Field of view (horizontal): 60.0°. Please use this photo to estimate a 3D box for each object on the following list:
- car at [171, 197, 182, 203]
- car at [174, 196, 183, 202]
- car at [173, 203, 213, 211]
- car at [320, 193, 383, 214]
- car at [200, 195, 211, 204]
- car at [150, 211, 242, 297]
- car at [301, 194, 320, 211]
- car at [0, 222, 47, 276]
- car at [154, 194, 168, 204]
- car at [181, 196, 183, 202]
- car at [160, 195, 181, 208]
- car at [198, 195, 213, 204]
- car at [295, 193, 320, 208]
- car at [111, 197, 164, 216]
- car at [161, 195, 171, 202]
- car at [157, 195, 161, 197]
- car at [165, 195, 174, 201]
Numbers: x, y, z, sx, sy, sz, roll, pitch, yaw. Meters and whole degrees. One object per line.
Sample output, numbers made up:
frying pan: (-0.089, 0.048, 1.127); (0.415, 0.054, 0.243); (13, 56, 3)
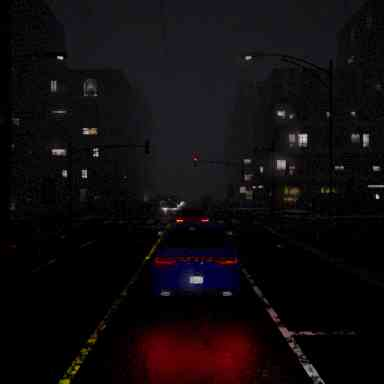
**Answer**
car: (-3.119, 1.626, 68.221); (1.895, 1.301, 4.718); (0, 0, 0)
car: (-3.126, 1.621, 78.559); (1.895, 1.301, 4.718); (0, 0, 0)
car: (0.070, 1.526, 17.973); (1.812, 1.442, 4.674); (0, 0, 1)
car: (14.647, 1.029, 29.828); (5.009, 1.841, 2.192); (-1, 1, -1)
car: (2.590, 1.461, 63.238); (1.967, 1.590, 4.097); (0, 0, 0)
car: (0.090, 1.477, 8.632); (1.882, 1.535, 5.008); (0, 0, 0)
car: (14.727, 1.205, 35.637); (4.892, 1.490, 1.837); (-1, 0, -1)
car: (-5.756, 1.582, 9.834); (1.802, 1.307, 4.206); (0, 0, 0)
car: (-5.791, 1.336, 63.223); (2.192, 1.841, 5.009); (0, 0, 0)
car: (-3.171, 1.370, 58.712); (2.097, 1.767, 4.553); (0, 0, 0)
car: (-3.158, 1.560, 49.230); (2.033, 1.411, 5.357); (0, 0, -1)
car: (2.598, 1.458, 57.556); (1.967, 1.590, 4.097); (0, 0, 0)
car: (14.499, 1.015, 38.206); (5.009, 1.841, 2.192); (-1, 1, -1)
car: (-5.811, 1.573, 34.291); (4.902, 1.511, 2.128); (-1, 0, -28)
car: (-5.809, 1.470, 74.588); (1.967, 1.590, 4.097); (0, 0, 0)
car: (-5.772, 1.580, 51.858); (1.947, 1.339, 4.313); (0, 0, 0)
car: (-5.827, 1.480, 85.953); (1.967, 1.590, 4.097); (0, 0, 0)
